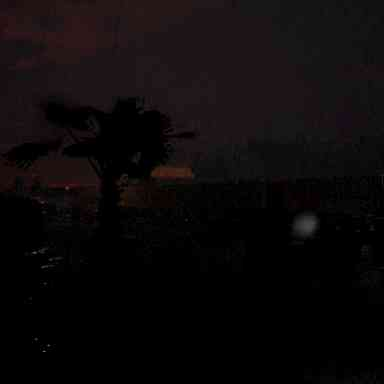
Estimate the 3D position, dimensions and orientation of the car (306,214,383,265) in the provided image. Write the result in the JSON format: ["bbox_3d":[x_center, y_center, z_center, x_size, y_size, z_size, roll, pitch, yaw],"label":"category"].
[{"bbox_3d":[6.110,1.567,12.135,1.837,1.490,4.892,3,-1,-14],"label":"car"}]

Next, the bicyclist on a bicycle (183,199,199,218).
[{"bbox_3d":[-0.224,1.291,29.039,1.656,1.620,0.582,-36,20,-30],"label":"bicyclist on a bicycle"}]

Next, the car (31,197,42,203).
[{"bbox_3d":[-19.003,1.394,41.288,2.097,1.767,4.553,0,0,-35],"label":"car"}]

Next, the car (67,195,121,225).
[{"bbox_3d":[-7.293,1.265,24.851,2.150,2.045,5.566,0,0,-36],"label":"car"}]

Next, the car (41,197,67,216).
[{"bbox_3d":[-13.146,1.520,33.049,1.882,1.535,5.008,0,0,-36],"label":"car"}]

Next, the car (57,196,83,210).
[{"bbox_3d":[-16.589,1.415,45.075,2.097,1.767,4.553,0,0,-36],"label":"car"}]
